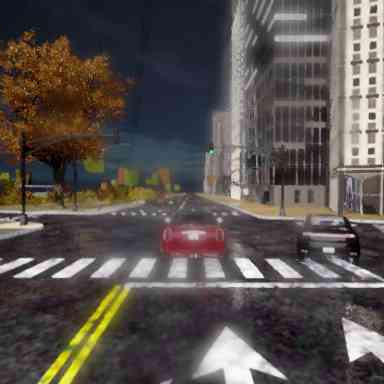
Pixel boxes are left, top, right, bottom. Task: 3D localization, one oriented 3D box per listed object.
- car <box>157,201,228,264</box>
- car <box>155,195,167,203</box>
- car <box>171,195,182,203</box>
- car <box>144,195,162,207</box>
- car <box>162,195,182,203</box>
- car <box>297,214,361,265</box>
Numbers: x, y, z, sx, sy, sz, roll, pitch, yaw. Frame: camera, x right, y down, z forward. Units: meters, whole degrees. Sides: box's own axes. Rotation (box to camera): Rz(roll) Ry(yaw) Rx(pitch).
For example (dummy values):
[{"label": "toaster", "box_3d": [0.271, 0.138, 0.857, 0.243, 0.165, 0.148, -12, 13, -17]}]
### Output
[{"label": "car", "box_3d": [0.068, 1.359, 12.054, 2.097, 1.767, 4.553, 0, 0, 0]}, {"label": "car", "box_3d": [-6.486, 1.442, 69.674, 2.097, 1.767, 4.553, 0, 0, 0]}, {"label": "car", "box_3d": [-3.236, 1.443, 70.229, 2.097, 1.767, 4.553, 0, 0, 0]}, {"label": "car", "box_3d": [-6.551, 1.606, 54.482, 2.033, 1.411, 5.357, 0, 0, 1]}, {"label": "car", "box_3d": [-3.301, 1.552, 55.002, 2.128, 1.511, 4.902, 0, 0, 1]}, {"label": "car", "box_3d": [4.834, 1.534, 11.942, 2.128, 1.511, 4.902, 0, -1, 21]}]
